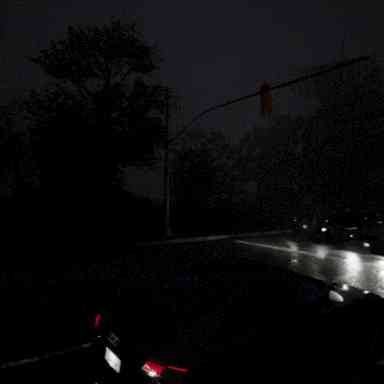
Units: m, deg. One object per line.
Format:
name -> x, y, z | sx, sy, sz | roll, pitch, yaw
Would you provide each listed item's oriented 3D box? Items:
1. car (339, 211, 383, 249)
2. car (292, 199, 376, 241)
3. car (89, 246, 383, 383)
car -> 9.022, 1.727, 14.710 | 5.357, 1.411, 2.033 | 1, 0, -37
car -> 7.984, 1.415, 18.281 | 5.566, 2.045, 2.150 | 1, 0, -34
car -> 0.872, 1.600, 4.369 | 4.181, 1.385, 1.994 | 1, 0, -35
